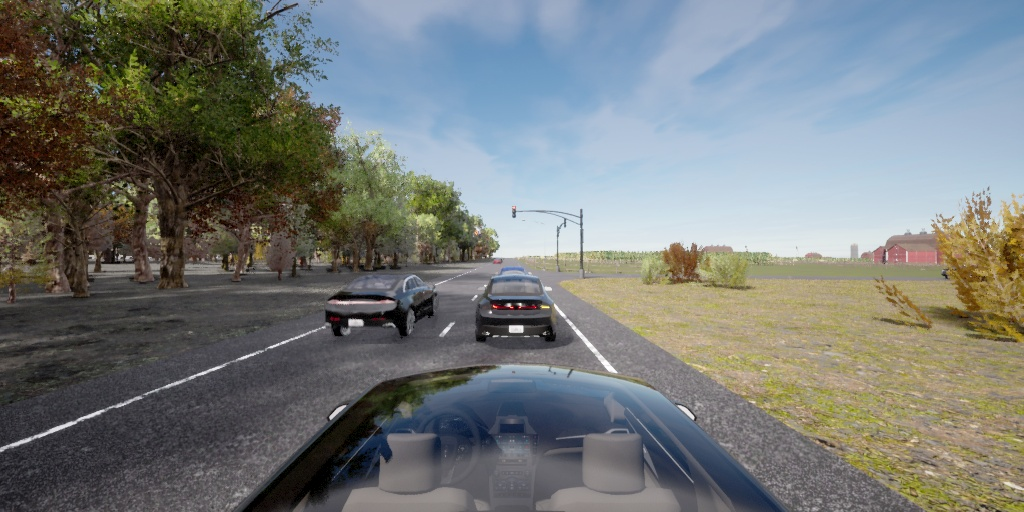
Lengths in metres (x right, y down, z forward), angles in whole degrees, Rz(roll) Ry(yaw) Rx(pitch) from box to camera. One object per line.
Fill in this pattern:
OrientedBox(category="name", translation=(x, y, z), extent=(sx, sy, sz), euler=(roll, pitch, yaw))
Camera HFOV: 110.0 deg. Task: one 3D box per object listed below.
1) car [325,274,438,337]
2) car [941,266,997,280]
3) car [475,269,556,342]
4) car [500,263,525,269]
OrientedBox(category="car", translation=(-3.420, 1.243, 10.262), extent=(2.128, 1.511, 4.902), euler=(0, 0, 0))
OrientedBox(category="car", translation=(48.434, 1.768, 37.793), extent=(4.902, 1.511, 2.128), euler=(1, -1, 0))
OrientedBox(category="car", translation=(0.081, 1.257, 9.793), extent=(1.837, 1.490, 4.892), euler=(0, 0, 0))
OrientedBox(category="car", translation=(0.076, 1.280, 19.042), extent=(1.812, 1.442, 4.674), euler=(0, 0, 0))
